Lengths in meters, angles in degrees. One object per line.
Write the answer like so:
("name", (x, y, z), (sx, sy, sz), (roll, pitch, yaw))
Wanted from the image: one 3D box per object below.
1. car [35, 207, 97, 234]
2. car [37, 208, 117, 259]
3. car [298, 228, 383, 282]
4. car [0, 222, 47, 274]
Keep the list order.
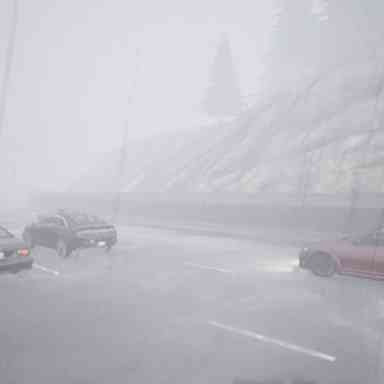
("car", (-7.946, 1.670, 20.768), (1.895, 1.301, 4.718), (1, -1, -44))
("car", (-4.867, 1.537, 12.946), (4.902, 1.511, 2.128), (0, -1, 42))
("car", (5.126, 1.687, 9.035), (4.181, 1.385, 1.994), (0, 0, 38))
("car", (-6.488, 1.552, 9.619), (5.357, 1.411, 2.033), (0, -1, 42))
